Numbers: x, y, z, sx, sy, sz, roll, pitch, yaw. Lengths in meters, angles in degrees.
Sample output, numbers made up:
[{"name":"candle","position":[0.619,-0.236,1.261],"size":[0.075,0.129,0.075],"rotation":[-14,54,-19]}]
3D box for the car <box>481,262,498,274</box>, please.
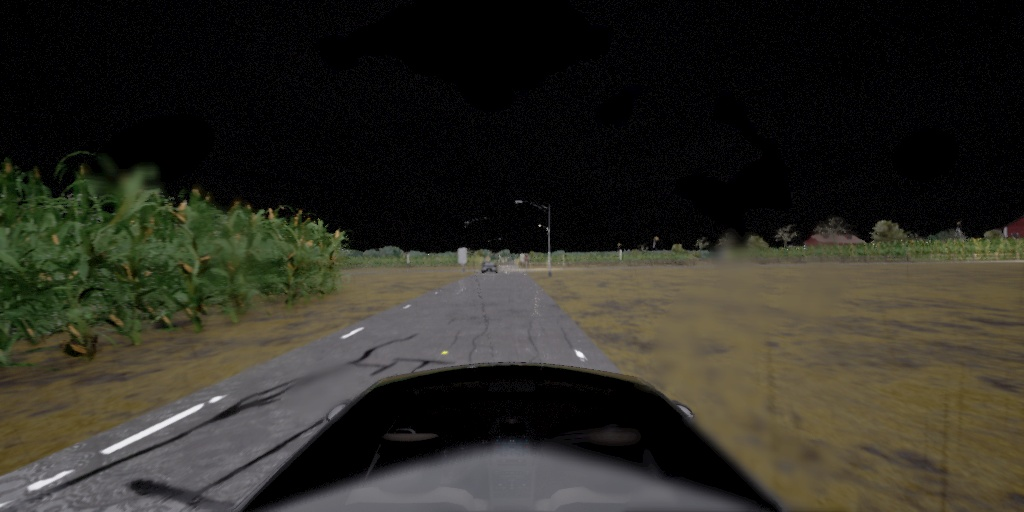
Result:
[{"name":"car","position":[-2.780,1.505,45.459],"size":[1.994,1.385,4.181],"rotation":[0,-1,0]}]
